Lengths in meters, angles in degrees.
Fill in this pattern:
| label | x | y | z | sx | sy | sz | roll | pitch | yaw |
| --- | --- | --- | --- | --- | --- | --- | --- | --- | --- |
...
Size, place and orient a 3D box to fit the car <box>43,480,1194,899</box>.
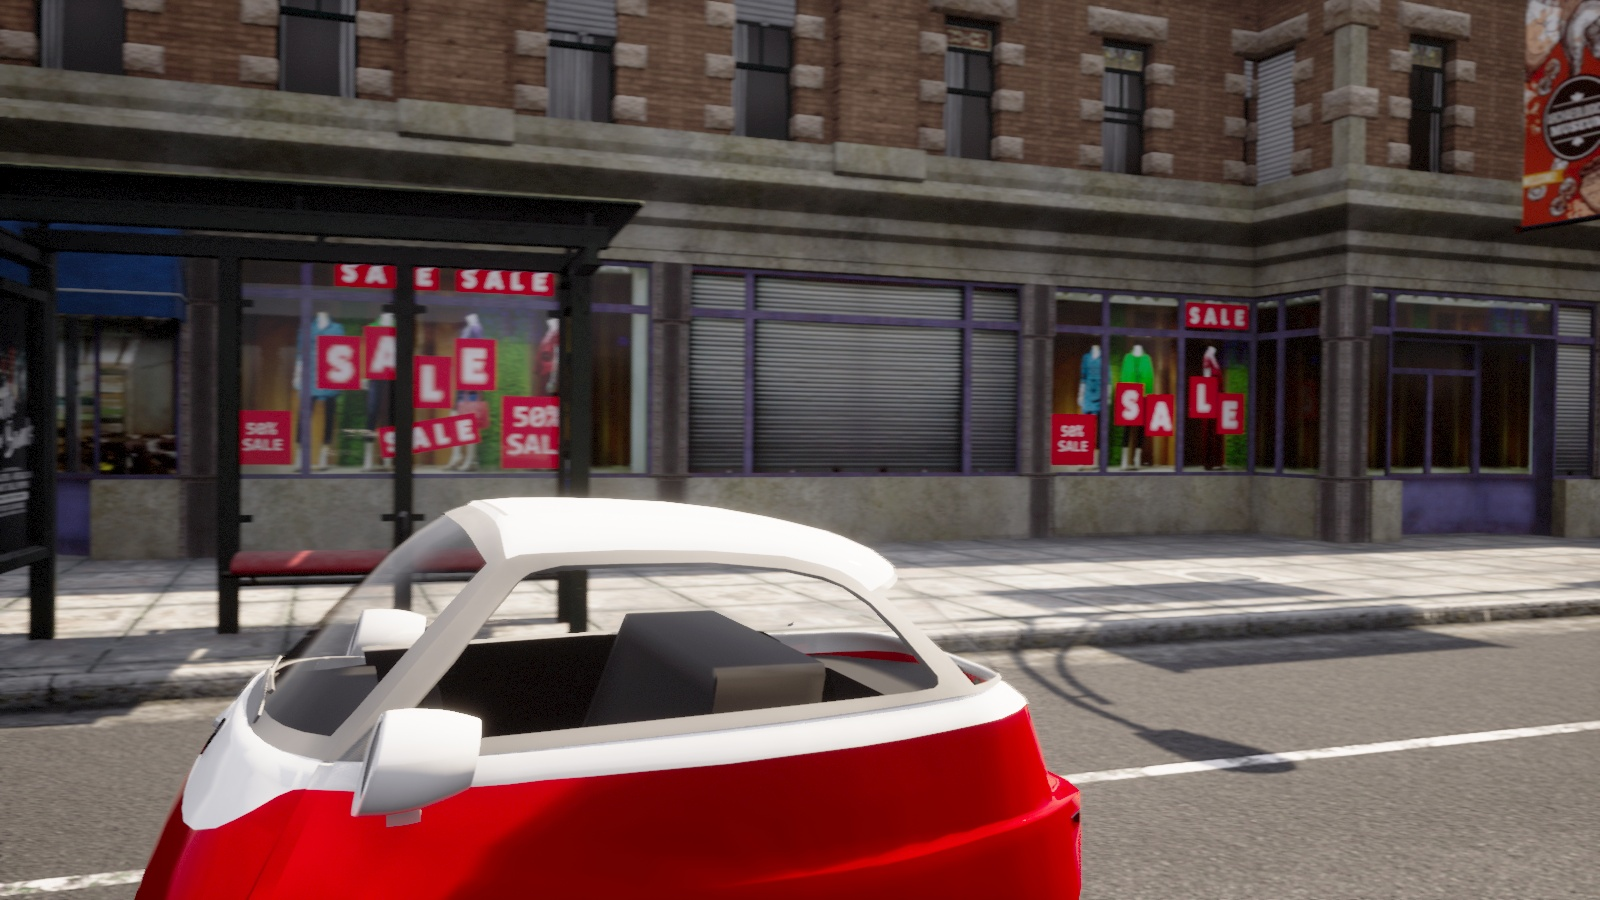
| label | x | y | z | sx | sy | sz | roll | pitch | yaw |
| --- | --- | --- | --- | --- | --- | --- | --- | --- | --- |
| car | -0.424 | 0.807 | 3.079 | 2.207 | 1.376 | 1.481 | -1 | 1 | -21 |
